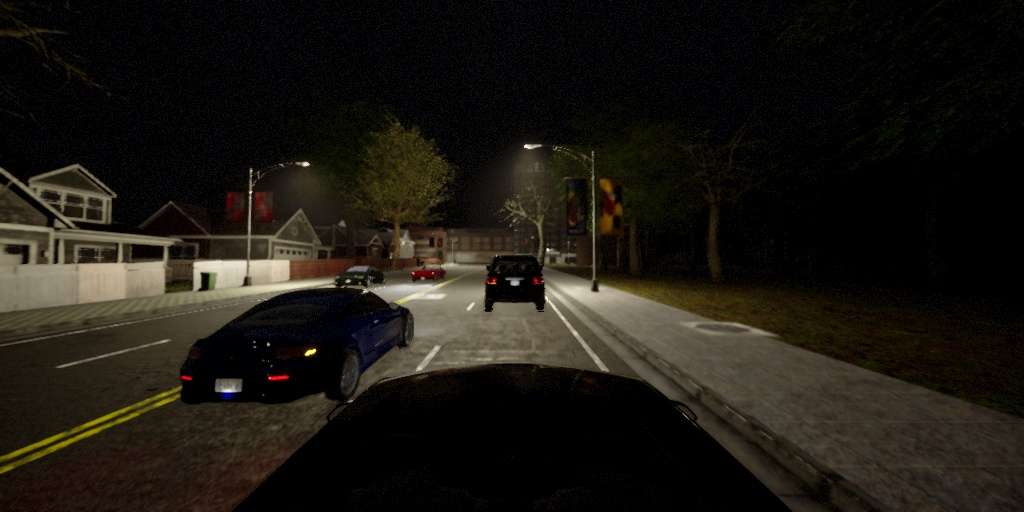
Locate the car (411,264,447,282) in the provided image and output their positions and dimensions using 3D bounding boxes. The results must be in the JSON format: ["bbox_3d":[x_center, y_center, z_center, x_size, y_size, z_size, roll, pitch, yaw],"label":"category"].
[{"bbox_3d":[-6.535,1.351,28.572,1.895,1.301,4.718,0,0,1],"label":"car"}]

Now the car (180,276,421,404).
[{"bbox_3d":[-3.148,1.271,6.286,1.812,1.442,4.674,0,0,0],"label":"car"}]

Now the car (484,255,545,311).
[{"bbox_3d":[0.102,0.966,14.501,2.150,2.045,5.566,0,0,0],"label":"car"}]

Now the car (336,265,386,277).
[{"bbox_3d":[-9.820,1.310,23.468,1.994,1.385,4.181,0,0,0],"label":"car"}]
